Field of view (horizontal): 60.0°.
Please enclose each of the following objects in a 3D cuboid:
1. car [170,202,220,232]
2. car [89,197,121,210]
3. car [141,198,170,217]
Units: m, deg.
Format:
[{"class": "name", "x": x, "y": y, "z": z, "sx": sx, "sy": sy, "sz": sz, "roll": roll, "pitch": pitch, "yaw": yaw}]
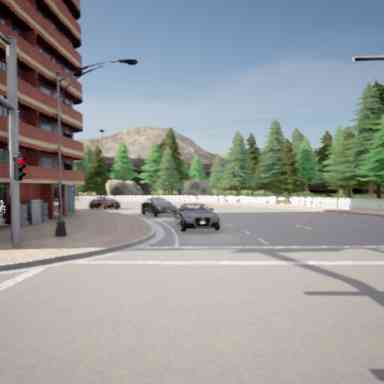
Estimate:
[{"class": "car", "x": 0.169, "y": 1.308, "z": 18.294, "sx": 1.994, "sy": 1.385, "sz": 4.181, "roll": -1, "pitch": 1, "yaw": -10}, {"class": "car", "x": -9.833, "y": 1.252, "z": 37.302, "sx": 4.181, "sy": 1.385, "sz": 1.994, "roll": 0, "pitch": 1, "yaw": 43}, {"class": "car", "x": -2.884, "y": 1.210, "z": 27.793, "sx": 1.812, "sy": 1.442, "sz": 4.674, "roll": -1, "pitch": 1, "yaw": -27}]
